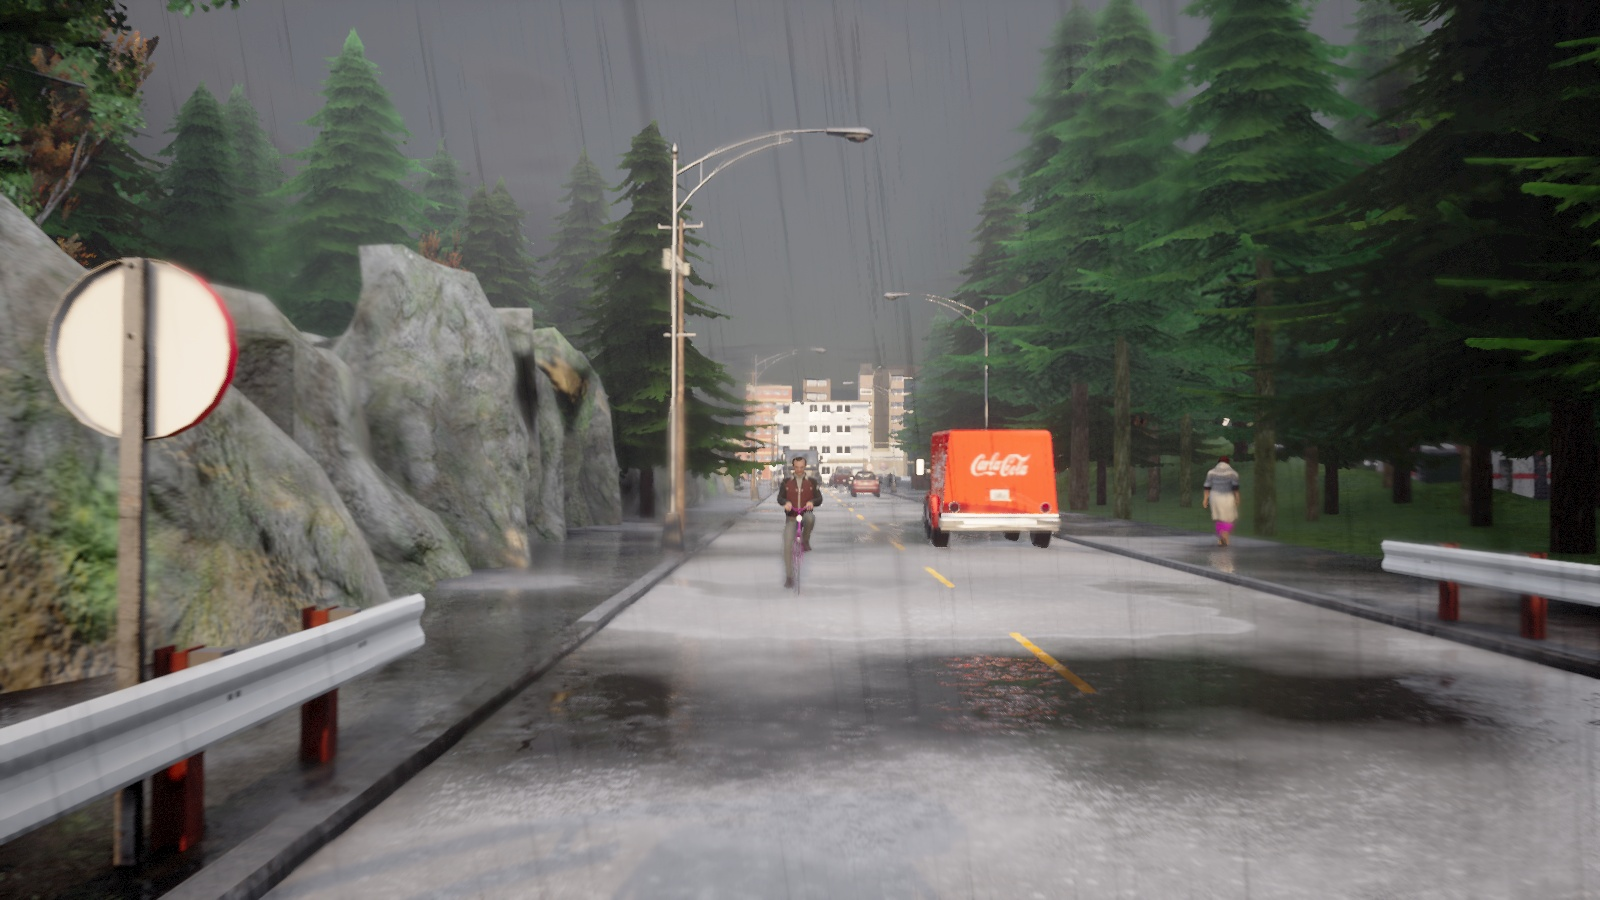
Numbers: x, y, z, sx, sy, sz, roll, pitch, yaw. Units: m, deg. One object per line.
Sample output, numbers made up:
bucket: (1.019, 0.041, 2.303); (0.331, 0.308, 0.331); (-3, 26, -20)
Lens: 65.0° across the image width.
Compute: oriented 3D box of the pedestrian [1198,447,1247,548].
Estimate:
pedestrian: (8.414, 0.931, 24.990); (0.659, 1.952, 0.873); (-1, -1, 38)

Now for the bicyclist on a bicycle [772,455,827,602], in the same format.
bicyclist on a bicycle: (-0.004, 0.971, 16.170); (0.659, 1.776, 1.843); (0, -1, 0)

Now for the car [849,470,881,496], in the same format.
car: (4.110, 2.100, 79.814); (1.851, 1.617, 3.988); (0, -1, 0)

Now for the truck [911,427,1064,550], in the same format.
truck: (4.015, 0.808, 27.979); (2.627, 2.467, 5.204); (0, -1, 0)
